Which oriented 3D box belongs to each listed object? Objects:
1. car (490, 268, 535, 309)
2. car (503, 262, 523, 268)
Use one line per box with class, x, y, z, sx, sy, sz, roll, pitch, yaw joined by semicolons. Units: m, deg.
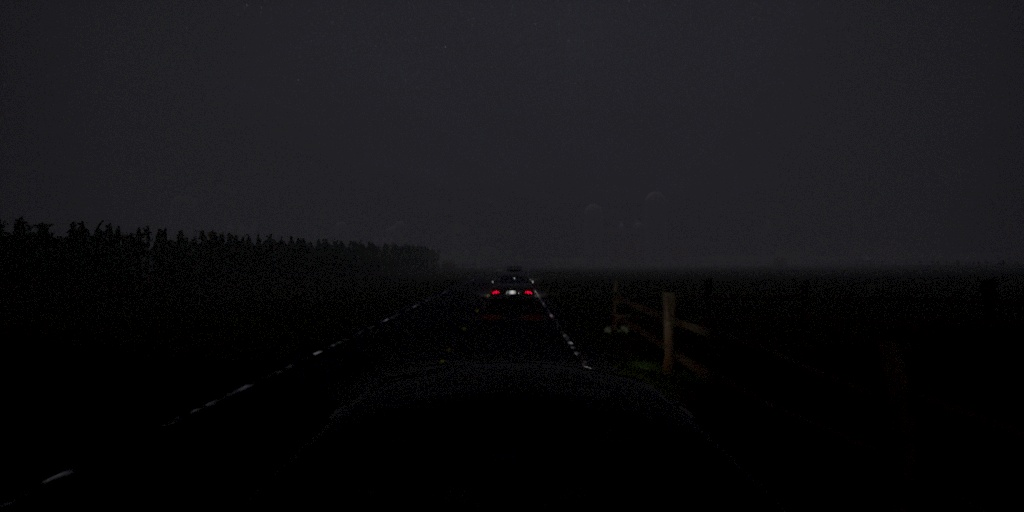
car;0.027;1.431;15.846;2.033;1.411;5.357;0;-1;0
car;0.246;1.536;31.134;1.837;1.490;4.892;0;0;1
